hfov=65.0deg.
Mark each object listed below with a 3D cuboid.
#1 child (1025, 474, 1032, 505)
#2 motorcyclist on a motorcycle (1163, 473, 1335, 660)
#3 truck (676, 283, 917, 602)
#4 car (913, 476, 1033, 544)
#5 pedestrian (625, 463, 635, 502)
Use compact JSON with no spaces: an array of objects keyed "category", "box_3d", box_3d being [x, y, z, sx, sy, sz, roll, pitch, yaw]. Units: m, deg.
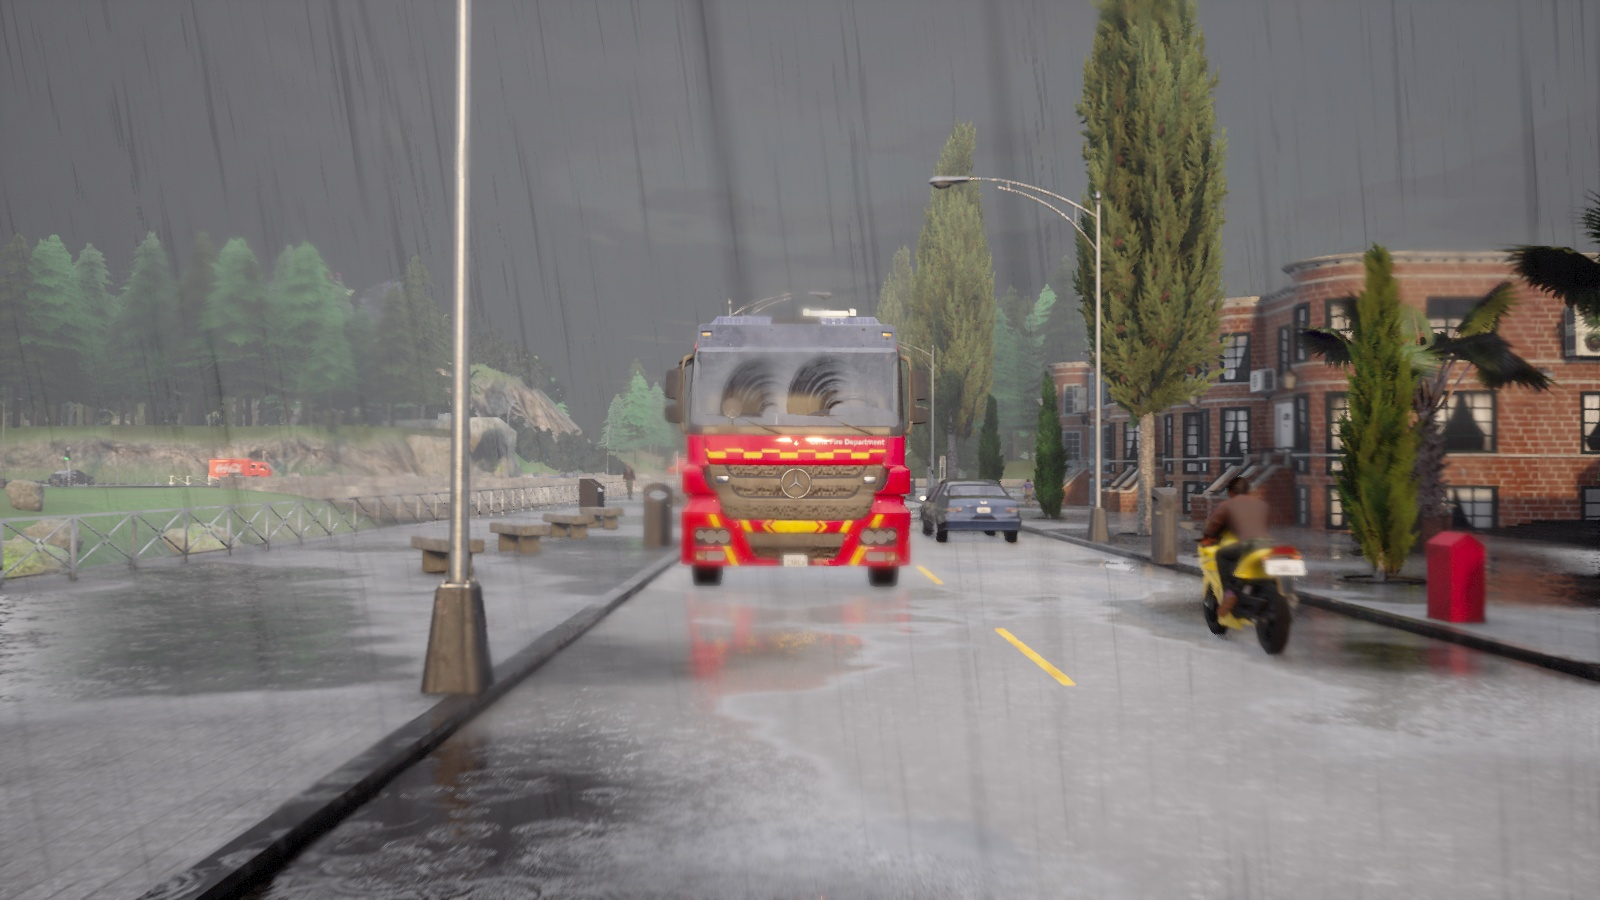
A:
[{"category":"child","box_3d":[9.515,1.642,52.317,0.270,1.263,0.437,0,-1,7]},{"category":"motorcyclist on a motorcycle","box_3d":[3.969,0.970,11.289,0.797,1.523,2.044,0,-1,0]},{"category":"truck","box_3d":[-0.055,-0.026,19.367,2.891,3.827,8.468,0,-1,0]},{"category":"car","box_3d":[3.923,1.338,29.390,2.033,1.411,5.357,0,-1,0]},{"category":"pedestrian","box_3d":[-8.129,1.565,60.199,0.376,1.854,0.720,0,-1,1]}]
